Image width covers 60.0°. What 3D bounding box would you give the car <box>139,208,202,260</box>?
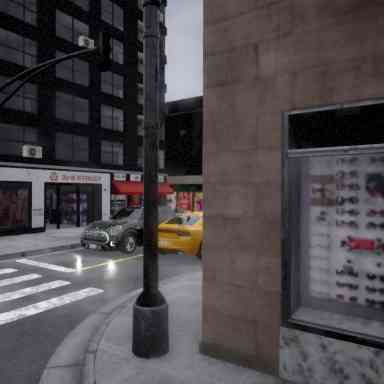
[{"bbox_3d":[0.463,1.500,12.849,1.882,1.535,5.008,0,0,33],"label":"car"}]

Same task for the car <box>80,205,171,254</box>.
[{"bbox_3d":[-2.323,1.365,13.798,2.097,1.767,4.553,0,0,33],"label":"car"}]
